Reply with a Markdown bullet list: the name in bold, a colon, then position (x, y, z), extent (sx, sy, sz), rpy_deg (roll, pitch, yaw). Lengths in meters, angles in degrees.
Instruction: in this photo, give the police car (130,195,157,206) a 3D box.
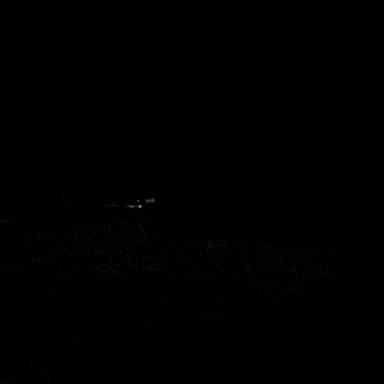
- **police car**: position (-7.241, 1.274, 50.608), extent (2.038, 1.542, 4.974), rpy_deg (0, 0, 35)
